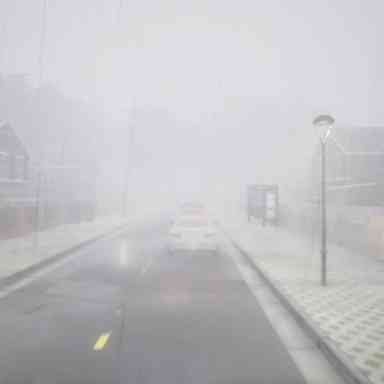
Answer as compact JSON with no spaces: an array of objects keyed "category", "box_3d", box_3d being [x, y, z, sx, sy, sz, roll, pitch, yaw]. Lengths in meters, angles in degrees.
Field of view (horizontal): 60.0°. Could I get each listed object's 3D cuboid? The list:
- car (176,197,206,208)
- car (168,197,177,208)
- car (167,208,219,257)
[{"category":"car","box_3d":[0.044,1.515,27.441,2.097,1.767,4.553,0,0,1]},{"category":"car","box_3d":[-2.811,1.683,55.857,2.097,1.767,4.553,0,0,0]},{"category":"car","box_3d":[0.050,1.605,13.271,1.812,1.442,4.674,0,0,1]}]
